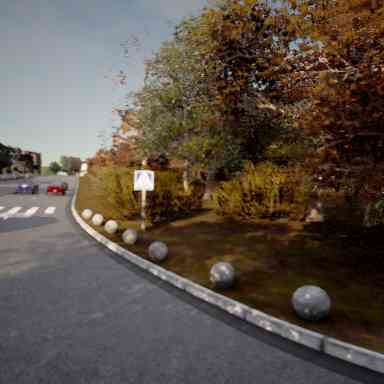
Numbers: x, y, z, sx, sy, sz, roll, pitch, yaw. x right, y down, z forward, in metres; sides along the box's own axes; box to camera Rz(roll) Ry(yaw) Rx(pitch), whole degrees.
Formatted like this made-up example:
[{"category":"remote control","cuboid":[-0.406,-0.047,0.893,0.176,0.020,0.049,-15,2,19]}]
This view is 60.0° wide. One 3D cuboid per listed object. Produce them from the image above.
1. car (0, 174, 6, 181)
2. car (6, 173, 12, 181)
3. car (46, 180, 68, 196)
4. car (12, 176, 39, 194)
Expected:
[{"category":"car","cuboid":[-43.885,-3.132,74.348,2.231,1.521,4.892,1,3,-18]},{"category":"car","cuboid":[-46.043,-3.524,80.861,1.946,1.575,5.366,1,3,-19]},{"category":"car","cuboid":[-15.975,-0.431,39.196,1.882,1.535,5.008,1,3,-19]},{"category":"car","cuboid":[-19.698,-0.715,39.808,2.097,1.767,4.553,1,3,-18]}]
